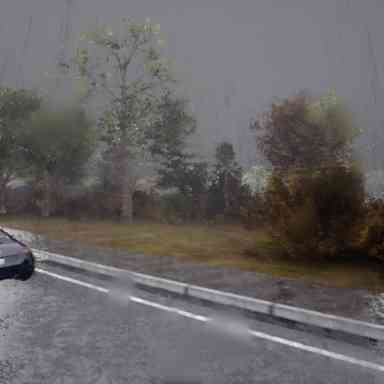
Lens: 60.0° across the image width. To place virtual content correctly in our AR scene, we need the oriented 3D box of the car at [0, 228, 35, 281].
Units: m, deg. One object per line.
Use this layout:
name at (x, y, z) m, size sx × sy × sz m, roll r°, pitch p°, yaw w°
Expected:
car at (-5.966, 1.563, 8.870) m, size 4.181 × 1.385 × 1.994 m, roll 0°, pitch 0°, yaw 40°
